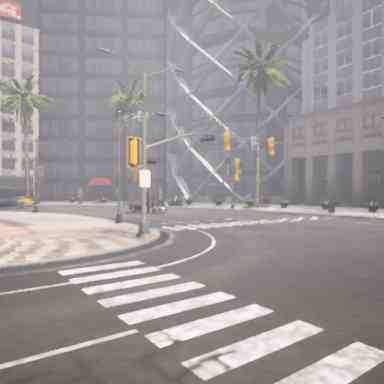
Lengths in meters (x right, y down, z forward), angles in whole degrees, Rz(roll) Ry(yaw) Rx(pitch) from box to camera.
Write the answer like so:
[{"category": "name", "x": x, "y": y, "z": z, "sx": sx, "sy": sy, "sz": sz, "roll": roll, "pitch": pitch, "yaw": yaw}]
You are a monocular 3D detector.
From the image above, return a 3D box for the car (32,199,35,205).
[{"category": "car", "x": -26.724, "y": 1.454, "z": 51.221, "sx": 5.008, "sy": 1.535, "sz": 1.882, "roll": 0, "pitch": 0, "yaw": 2}]

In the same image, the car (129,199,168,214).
[{"category": "car", "x": -4.572, "y": 1.489, "z": 34.599, "sx": 4.902, "sy": 1.511, "sz": 2.128, "roll": 0, "pitch": 0, "yaw": 44}]

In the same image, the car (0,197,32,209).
[{"category": "car", "x": -24.276, "y": 1.504, "z": 43.937, "sx": 4.674, "sy": 1.442, "sz": 1.812, "roll": 0, "pitch": 0, "yaw": 6}]
